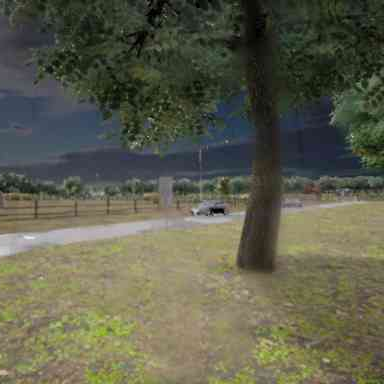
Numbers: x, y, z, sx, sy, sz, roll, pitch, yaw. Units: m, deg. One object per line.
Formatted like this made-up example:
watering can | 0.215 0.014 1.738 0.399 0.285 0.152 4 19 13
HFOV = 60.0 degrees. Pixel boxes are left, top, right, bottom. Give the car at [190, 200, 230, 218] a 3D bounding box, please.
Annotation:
car | 1.737 1.555 31.238 2.128 1.511 4.902 -2 -1 36

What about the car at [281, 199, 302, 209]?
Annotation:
car | 14.598 1.697 48.789 1.994 1.385 4.181 -2 -1 36
